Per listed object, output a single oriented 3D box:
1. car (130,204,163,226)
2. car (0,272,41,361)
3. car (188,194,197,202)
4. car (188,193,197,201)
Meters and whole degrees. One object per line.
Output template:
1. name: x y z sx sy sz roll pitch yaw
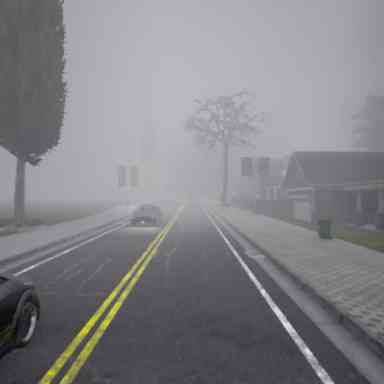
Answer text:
1. car: -3.239 1.638 24.749 2.033 1.411 5.357 0 0 1
2. car: -3.353 1.573 3.529 1.994 1.385 4.181 0 0 0
3. car: 0.121 1.626 73.485 1.895 1.301 4.718 0 0 0
4. car: 0.139 1.279 83.436 2.097 1.767 4.553 0 0 0
